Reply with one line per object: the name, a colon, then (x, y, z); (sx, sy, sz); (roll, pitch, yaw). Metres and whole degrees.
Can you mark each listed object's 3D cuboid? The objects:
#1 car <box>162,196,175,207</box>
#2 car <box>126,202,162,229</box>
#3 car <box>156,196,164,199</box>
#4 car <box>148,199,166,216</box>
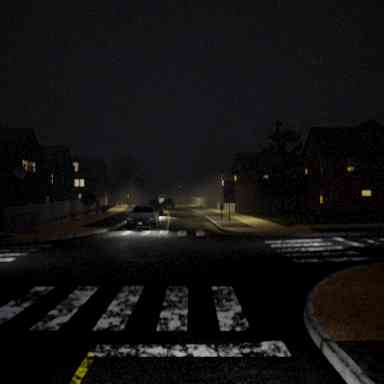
car: (-3.989, 1.809, 56.548); (1.837, 1.490, 4.892); (0, -1, -10)
car: (-3.183, 1.598, 22.101); (1.812, 1.442, 4.674); (0, 0, -3)
car: (-5.219, 1.720, 45.670); (1.837, 1.490, 4.892); (0, -1, -8)
car: (-3.936, 1.708, 33.986); (1.994, 1.385, 4.181); (0, 0, -5)
